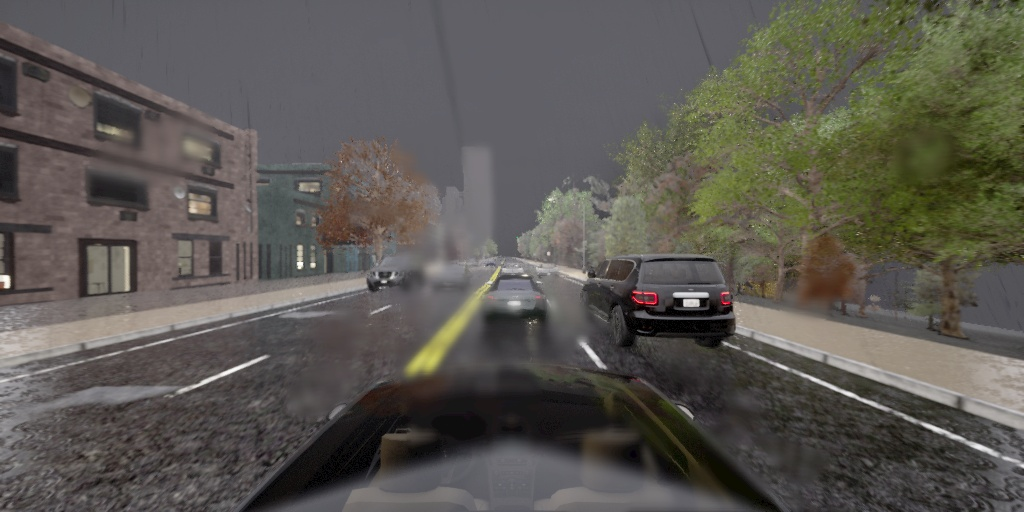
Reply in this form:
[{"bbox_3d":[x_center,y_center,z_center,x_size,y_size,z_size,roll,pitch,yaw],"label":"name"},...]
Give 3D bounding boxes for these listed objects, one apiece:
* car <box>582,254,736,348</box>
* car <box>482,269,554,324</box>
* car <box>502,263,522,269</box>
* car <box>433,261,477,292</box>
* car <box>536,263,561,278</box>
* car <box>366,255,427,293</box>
[{"bbox_3d":[3.351,0.970,9.384,2.150,2.045,5.566,0,0,0],"label":"car"},{"bbox_3d":[0.102,1.312,11.978,1.994,1.385,4.181,0,0,0],"label":"car"},{"bbox_3d":[0.016,1.346,33.373,1.895,1.301,4.718,0,0,-1],"label":"car"},{"bbox_3d":[-3.354,1.252,21.175,1.837,1.490,4.892,0,0,0],"label":"car"},{"bbox_3d":[3.266,1.346,33.340,1.895,1.301,4.718,0,0,-1],"label":"car"},{"bbox_3d":[-6.602,0.968,21.256,2.150,2.045,5.566,0,0,0],"label":"car"}]
